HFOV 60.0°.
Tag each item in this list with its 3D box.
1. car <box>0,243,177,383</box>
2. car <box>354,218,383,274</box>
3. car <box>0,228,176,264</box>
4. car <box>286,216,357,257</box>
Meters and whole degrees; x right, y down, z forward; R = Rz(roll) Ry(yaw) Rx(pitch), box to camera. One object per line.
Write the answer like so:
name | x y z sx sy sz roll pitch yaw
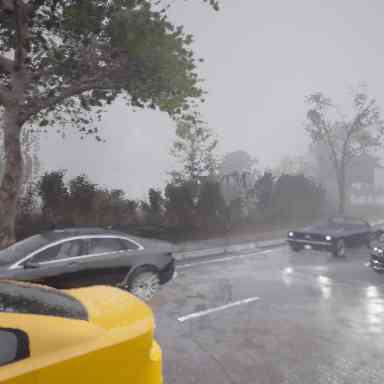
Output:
car | -2.606 1.490 2.277 5.008 1.535 1.882 0 0 -36
car | 6.967 1.540 9.756 4.902 1.511 2.128 0 -1 -41
car | -2.604 1.517 6.606 4.902 1.511 2.128 0 0 -37
car | 5.812 1.671 13.378 4.718 1.301 1.895 0 -1 -41
